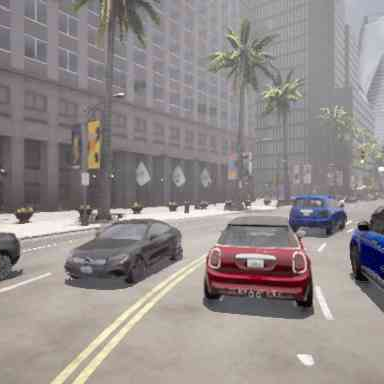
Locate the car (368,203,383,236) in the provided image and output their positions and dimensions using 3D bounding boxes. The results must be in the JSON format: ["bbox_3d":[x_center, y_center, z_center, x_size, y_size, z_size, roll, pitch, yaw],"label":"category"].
[{"bbox_3d":[11.679,1.516,19.308,1.882,1.535,5.008,0,0,36],"label":"car"}]

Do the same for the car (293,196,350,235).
[{"bbox_3d":[7.466,1.258,19.478,2.150,2.045,5.566,0,0,34],"label":"car"}]

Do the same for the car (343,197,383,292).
[{"bbox_3d":[4.757,1.237,6.501,2.150,2.045,5.566,0,0,14],"label":"car"}]

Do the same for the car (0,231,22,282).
[{"bbox_3d":[-5.966,1.503,7.185,2.128,1.511,4.902,0,0,13],"label":"car"}]

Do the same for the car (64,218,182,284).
[{"bbox_3d":[-1.707,1.543,9.896,1.812,1.442,4.674,0,0,19],"label":"car"}]

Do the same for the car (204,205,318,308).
[{"bbox_3d":[1.730,1.367,8.297,2.097,1.767,4.553,0,0,15],"label":"car"}]
